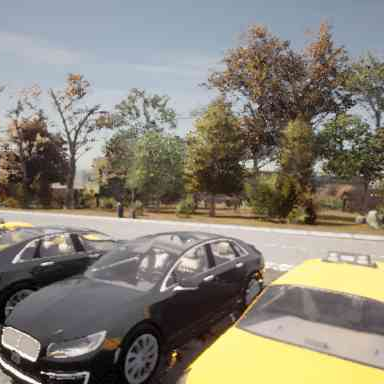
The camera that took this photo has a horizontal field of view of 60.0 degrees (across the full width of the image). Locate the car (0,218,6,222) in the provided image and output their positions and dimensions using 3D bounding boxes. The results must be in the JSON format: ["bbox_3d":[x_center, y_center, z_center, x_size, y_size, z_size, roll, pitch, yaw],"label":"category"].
[{"bbox_3d":[-4.827,1.447,8.859,1.946,1.575,5.366,0,0,36],"label":"car"}]

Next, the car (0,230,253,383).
[{"bbox_3d":[-0.427,1.462,5.468,2.231,1.521,4.892,0,0,36],"label":"car"}]

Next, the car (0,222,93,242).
[{"bbox_3d":[-2.687,1.457,7.081,2.231,1.521,4.892,0,0,36],"label":"car"}]

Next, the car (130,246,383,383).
[{"bbox_3d":[1.930,1.463,3.991,1.946,1.575,5.366,0,0,36],"label":"car"}]
